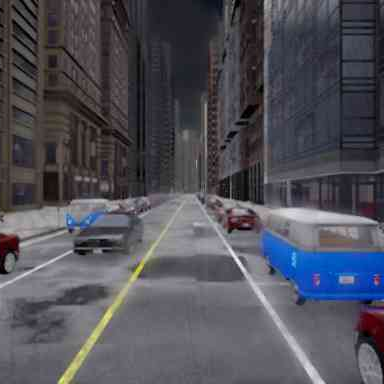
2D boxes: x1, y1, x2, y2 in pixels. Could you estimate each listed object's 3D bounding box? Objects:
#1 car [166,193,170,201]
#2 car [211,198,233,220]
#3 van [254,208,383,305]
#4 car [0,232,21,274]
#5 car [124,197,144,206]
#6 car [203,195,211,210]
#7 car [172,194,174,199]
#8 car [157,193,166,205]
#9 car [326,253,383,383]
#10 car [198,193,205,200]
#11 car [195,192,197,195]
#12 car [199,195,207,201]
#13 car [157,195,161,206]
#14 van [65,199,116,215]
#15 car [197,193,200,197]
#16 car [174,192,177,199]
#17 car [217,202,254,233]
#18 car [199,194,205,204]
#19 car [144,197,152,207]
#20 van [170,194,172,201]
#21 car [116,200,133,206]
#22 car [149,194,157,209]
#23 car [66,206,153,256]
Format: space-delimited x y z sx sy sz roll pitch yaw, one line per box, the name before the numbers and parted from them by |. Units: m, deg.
car | -5.916 1.200 63.759 2.192 1.841 5.009 0 0 0
car | 2.707 1.393 24.578 1.967 1.590 4.097 0 0 0
van | 2.749 1.325 7.771 1.690 1.788 3.998 0 0 0
car | -5.777 1.532 7.742 1.887 1.381 4.507 0 0 0
car | -5.833 1.385 30.149 1.967 1.590 4.097 0 0 0
car | 2.665 1.466 41.385 1.887 1.381 4.507 0 0 0
car | -5.958 1.387 80.394 1.752 1.417 4.829 0 0 0
car | -5.888 1.219 52.555 2.192 1.841 5.009 0 0 0
car | 2.762 1.539 2.170 1.887 1.381 4.507 0 0 0
car | 2.608 1.448 63.793 1.947 1.339 4.313 0 0 0
car | 2.553 1.167 86.201 2.192 1.841 5.009 0 0 0
car | 2.567 1.441 80.599 1.802 1.307 4.206 0 0 0
car | -5.875 1.480 46.954 1.947 1.339 4.313 0 0 0
van | -5.805 1.307 18.946 1.690 1.788 3.998 0 0 0
car | 2.595 1.425 69.395 2.008 1.369 4.403 0 0 0
car | -5.986 1.289 91.768 1.967 1.590 4.097 0 0 0
car | 2.720 1.508 18.977 1.887 1.381 4.507 0 0 0
car | 2.622 1.457 58.192 1.947 1.339 4.313 0 0 0
car | -5.847 1.501 35.751 1.947 1.339 4.313 0 0 0
van | -5.944 1.210 74.962 1.690 1.788 3.998 0 0 0
car | -5.819 1.538 24.547 1.802 1.307 4.206 0 0 0
car | -5.860 1.364 41.352 1.967 1.590 4.097 0 0 0
car | -3.031 1.523 13.319 2.033 1.411 5.357 0 0 0
